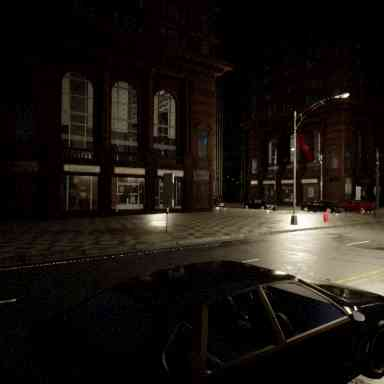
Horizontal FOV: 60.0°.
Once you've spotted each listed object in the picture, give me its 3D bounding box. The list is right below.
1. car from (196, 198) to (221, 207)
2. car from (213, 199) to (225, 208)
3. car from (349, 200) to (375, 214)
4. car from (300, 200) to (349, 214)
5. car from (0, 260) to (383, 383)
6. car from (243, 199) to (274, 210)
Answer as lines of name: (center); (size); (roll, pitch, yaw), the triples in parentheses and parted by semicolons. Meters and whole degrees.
car: (2.882, 1.803, 59.540); (1.882, 1.535, 5.008); (1, -1, -36)
car: (3.349, 1.789, 53.358); (1.812, 1.442, 4.674); (1, -1, -35)
car: (18.368, 1.681, 37.734); (1.882, 1.535, 5.008); (1, -1, -35)
car: (14.594, 1.679, 37.507); (1.837, 1.490, 4.892); (1, -1, -35)
car: (0.423, 1.548, 3.744); (5.357, 1.411, 2.033); (0, 0, -36)
car: (9.105, 1.722, 45.245); (1.837, 1.490, 4.892); (1, -1, -35)
